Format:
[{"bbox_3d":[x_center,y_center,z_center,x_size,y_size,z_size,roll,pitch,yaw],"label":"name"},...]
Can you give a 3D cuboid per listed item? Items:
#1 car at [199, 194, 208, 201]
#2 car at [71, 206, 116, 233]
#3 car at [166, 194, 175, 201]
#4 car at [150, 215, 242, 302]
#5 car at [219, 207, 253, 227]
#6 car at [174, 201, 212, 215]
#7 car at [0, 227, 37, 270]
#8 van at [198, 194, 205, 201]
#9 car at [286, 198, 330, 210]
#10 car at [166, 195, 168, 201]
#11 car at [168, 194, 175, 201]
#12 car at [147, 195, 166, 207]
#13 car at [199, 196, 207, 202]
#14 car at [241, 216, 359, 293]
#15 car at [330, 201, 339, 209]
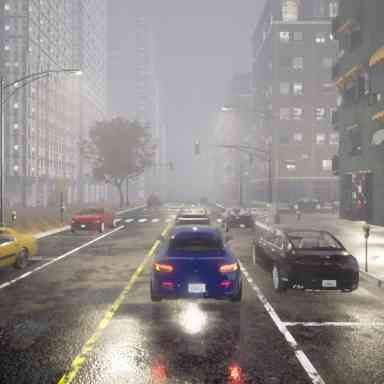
[{"bbox_3d":[2.546,1.630,74.216,1.947,1.339,4.313,0,0,0],"label":"car"},{"bbox_3d":[-5.726,1.549,19.720,1.887,1.381,4.507,0,0,0],"label":"car"},{"bbox_3d":[-5.868,1.410,90.768,2.192,1.841,5.009,0,0,0],"label":"car"},{"bbox_3d":[0.078,1.526,8.149,1.812,1.442,4.674,0,0,0],"label":"car"},{"bbox_3d":[2.654,1.555,19.736,2.008,1.369,4.403,0,0,0],"label":"car"},{"bbox_3d":[0.045,1.495,18.252,2.128,1.511,4.902,0,0,0],"label":"car"},{"bbox_3d":[-5.704,1.526,8.484,1.752,1.417,4.829,0,0,0],"label":"car"},{"bbox_3d":[2.524,1.425,85.262,1.690,1.788,3.998,0,0,0],"label":"van"},{"bbox_3d":[13.352,1.359,39.164,4.403,1.369,2.008,-1,1,-1],"label":"car"},{"bbox_3d":[-5.802,1.607,57.631,1.947,1.339,4.313,0,0,0],"label":"car"},{"bbox_3d":[-5.857,1.649,85.246,1.947,1.339,4.313,0,0,0],"label":"car"},{"bbox_3d":[-5.792,1.349,52.108,2.192,1.841,5.009,0,0,0],"label":"car"},{"bbox_3d":[2.535,1.599,79.908,1.752,1.417,4.829,0,0,0],"label":"car"},{"bbox_3d":[2.676,1.552,8.670,2.008,1.369,4.403,0,0,0],"label":"car"},{"bbox_3d":[18.749,1.259,39.229,4.829,1.417,1.752,-1,1,-1],"label":"car"}]
